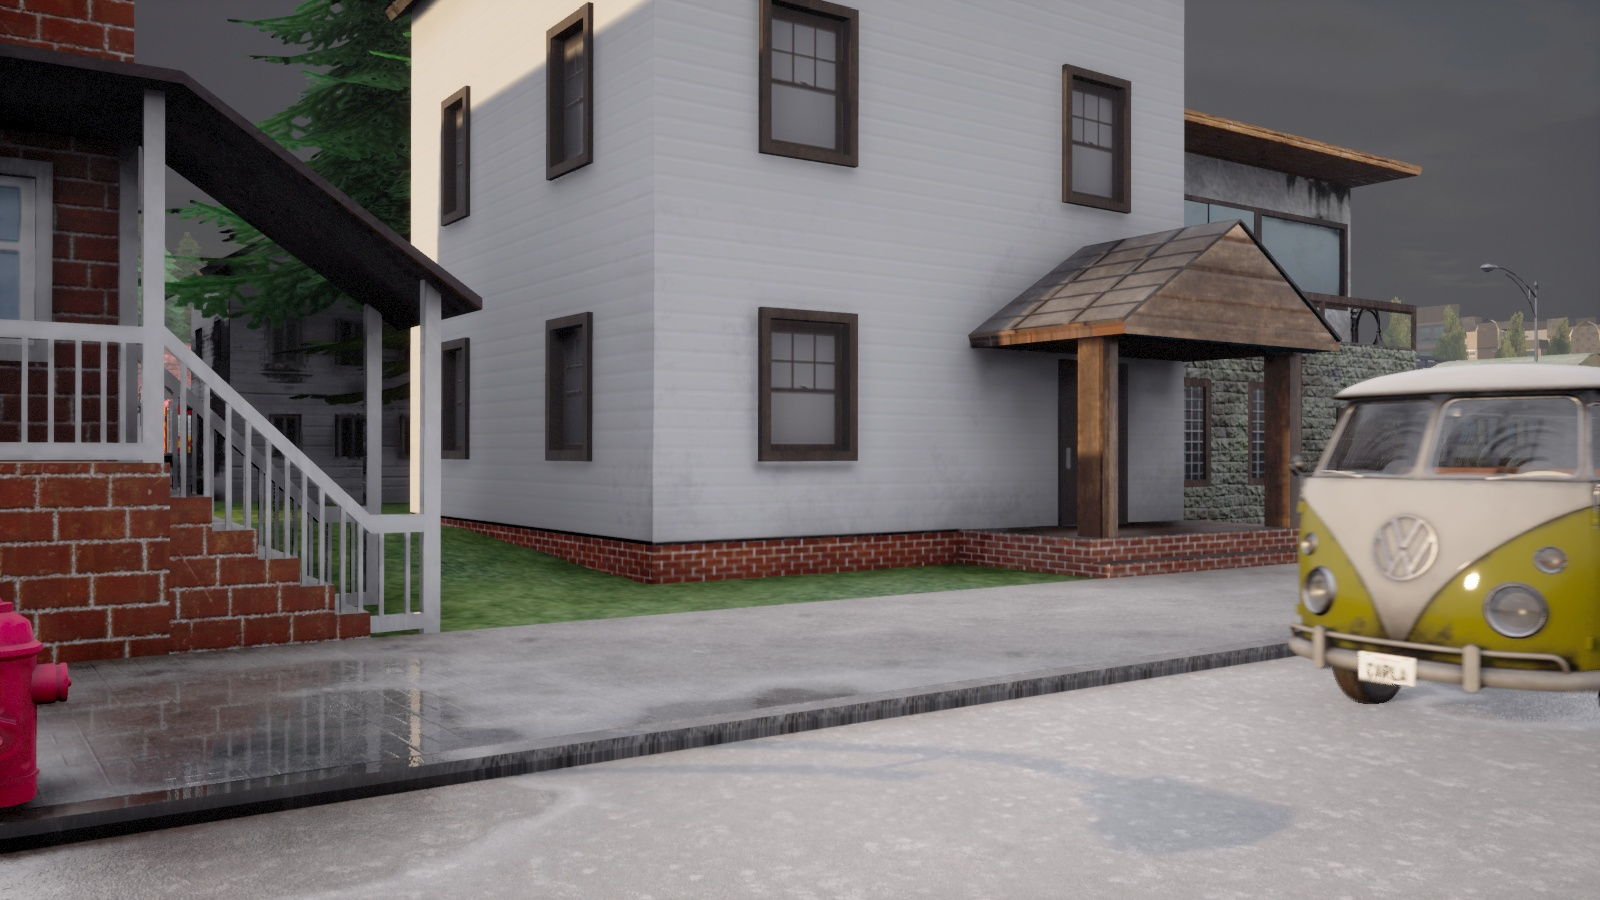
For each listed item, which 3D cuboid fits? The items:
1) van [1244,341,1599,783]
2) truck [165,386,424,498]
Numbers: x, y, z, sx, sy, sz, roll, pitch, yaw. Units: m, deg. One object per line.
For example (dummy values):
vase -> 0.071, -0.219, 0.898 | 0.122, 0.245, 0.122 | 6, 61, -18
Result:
van -> 4.840, 0.506, 7.641 | 4.442, 1.987, 1.775 | 0, 0, -35
truck -> -18.604, -0.266, 46.530 | 8.468, 3.827, 2.891 | 0, 0, -35
